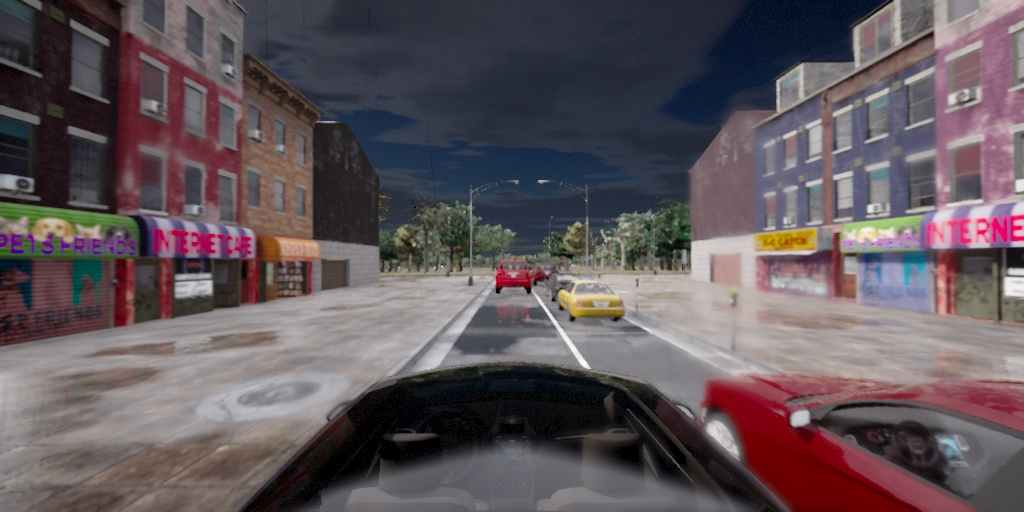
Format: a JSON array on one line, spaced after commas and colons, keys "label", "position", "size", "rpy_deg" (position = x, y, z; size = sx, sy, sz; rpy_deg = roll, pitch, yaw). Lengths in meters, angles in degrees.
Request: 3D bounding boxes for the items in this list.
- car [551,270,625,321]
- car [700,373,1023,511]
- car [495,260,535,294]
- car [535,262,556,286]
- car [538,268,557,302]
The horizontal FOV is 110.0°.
[{"label": "car", "position": [2.634, 1.416, 12.899], "size": [1.751, 1.417, 4.829], "rpy_deg": [0, 0, 0]}, {"label": "car", "position": [2.637, 1.294, 1.640], "size": [1.888, 1.381, 4.507], "rpy_deg": [0, 0, 0]}, {"label": "car", "position": [0.093, 1.253, 22.872], "size": [2.150, 2.045, 5.566], "rpy_deg": [0, -1, 0]}, {"label": "car", "position": [2.628, 1.436, 29.363], "size": [2.192, 1.841, 5.009], "rpy_deg": [0, 0, 0]}, {"label": "car", "position": [2.632, 1.518, 18.272], "size": [2.007, 1.370, 4.403], "rpy_deg": [0, 0, 0]}]
